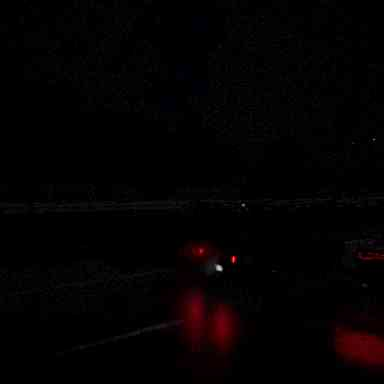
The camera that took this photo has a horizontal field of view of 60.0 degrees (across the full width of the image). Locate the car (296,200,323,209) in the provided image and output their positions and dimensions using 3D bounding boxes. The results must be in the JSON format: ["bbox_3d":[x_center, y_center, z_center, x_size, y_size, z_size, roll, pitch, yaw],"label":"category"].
[{"bbox_3d":[14.442,1.678,39.709,4.674,1.442,1.812,0,0,-35],"label":"car"}]

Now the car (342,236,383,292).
[{"bbox_3d":[5.902,1.525,7.879,5.008,1.535,1.882,0,0,-35],"label":"car"}]

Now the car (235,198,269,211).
[{"bbox_3d":[6.739,1.521,38.595,4.553,1.767,2.097,0,0,-35],"label":"car"}]

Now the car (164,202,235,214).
[{"bbox_3d":[0.155,1.462,21.186,4.553,1.767,2.097,0,0,-35],"label":"car"}]

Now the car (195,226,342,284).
[{"bbox_3d":[2.510,1.655,9.778,4.718,1.301,1.895,0,0,-35],"label":"car"}]

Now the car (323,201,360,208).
[{"bbox_3d":[17.100,1.702,37.291,4.181,1.385,1.994,0,0,-35],"label":"car"}]
